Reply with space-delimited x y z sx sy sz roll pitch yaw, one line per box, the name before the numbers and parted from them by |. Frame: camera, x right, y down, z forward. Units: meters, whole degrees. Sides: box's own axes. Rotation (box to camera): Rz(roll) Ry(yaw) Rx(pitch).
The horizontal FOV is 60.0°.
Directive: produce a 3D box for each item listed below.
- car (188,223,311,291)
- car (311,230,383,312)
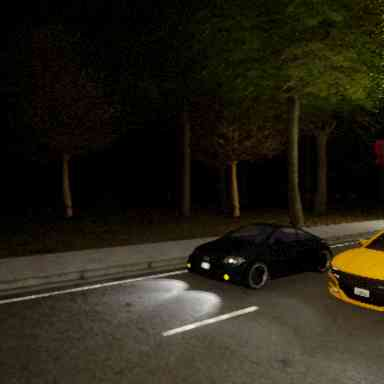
car | 1.948 1.559 9.064 4.181 1.385 1.994 0 0 -35
car | 4.990 1.472 7.242 5.008 1.535 1.882 0 0 -35
